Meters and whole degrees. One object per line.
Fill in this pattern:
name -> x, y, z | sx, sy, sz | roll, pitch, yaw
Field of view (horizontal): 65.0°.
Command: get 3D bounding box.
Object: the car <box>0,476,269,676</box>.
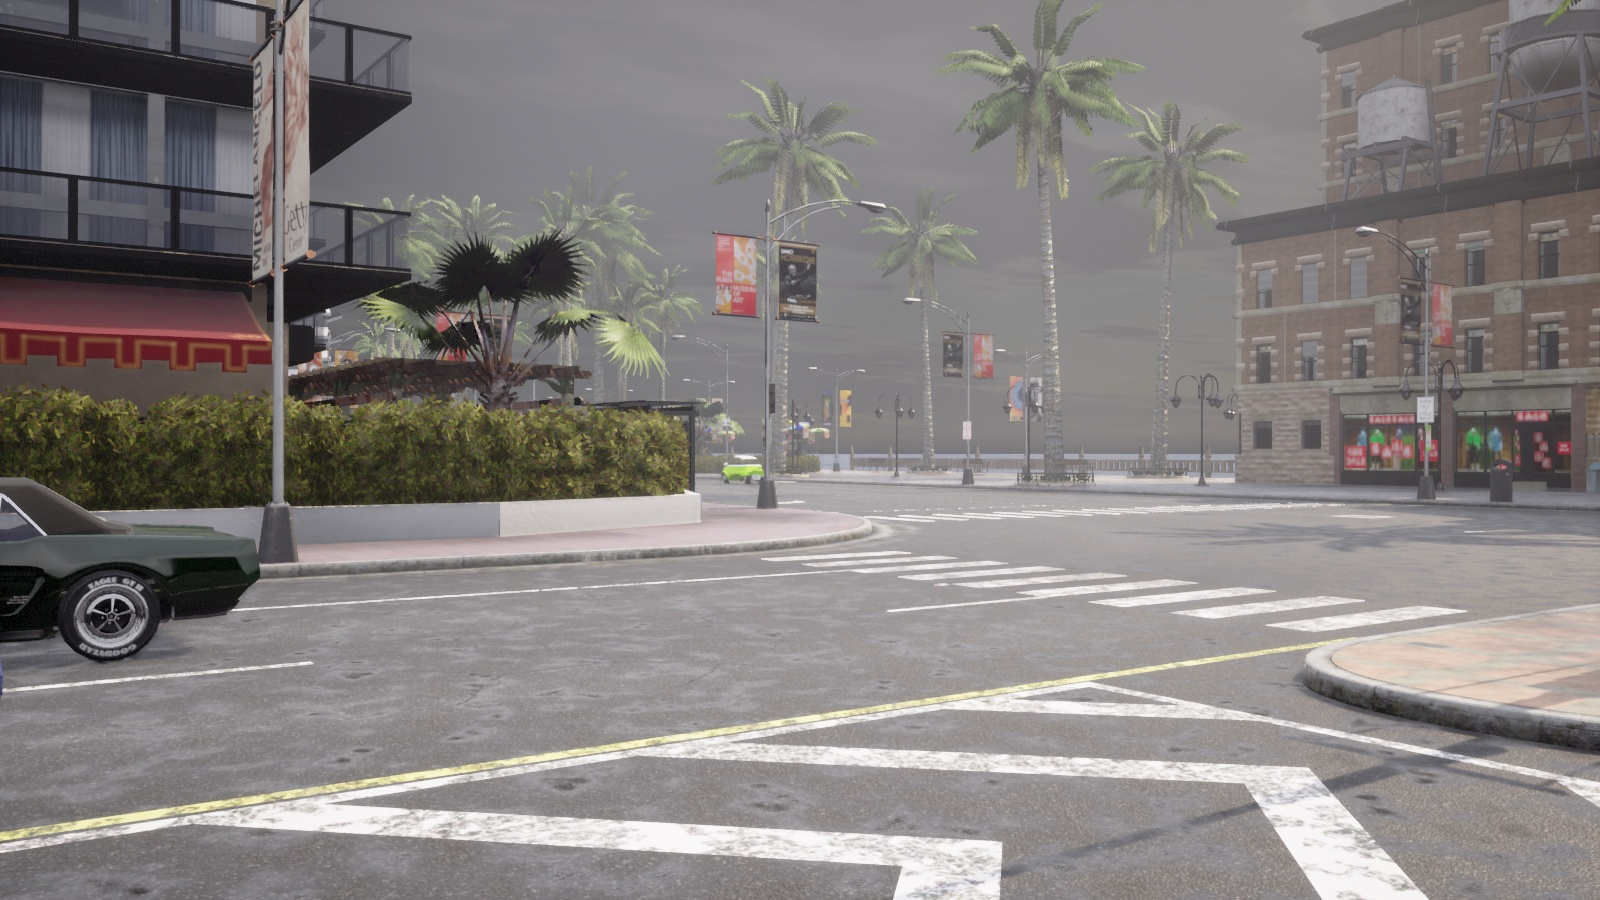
car -> -6.481, 0.881, 8.894 | 4.718, 1.301, 1.895 | 0, 0, -35

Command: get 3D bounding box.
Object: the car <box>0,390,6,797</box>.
car -> -5.925, 0.628, 5.020 | 4.553, 1.767, 2.097 | 0, 0, -35

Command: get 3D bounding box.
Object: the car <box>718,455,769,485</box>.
car -> -2.726, 0.952, 59.999 | 1.481, 1.376, 2.207 | 0, 0, -34
